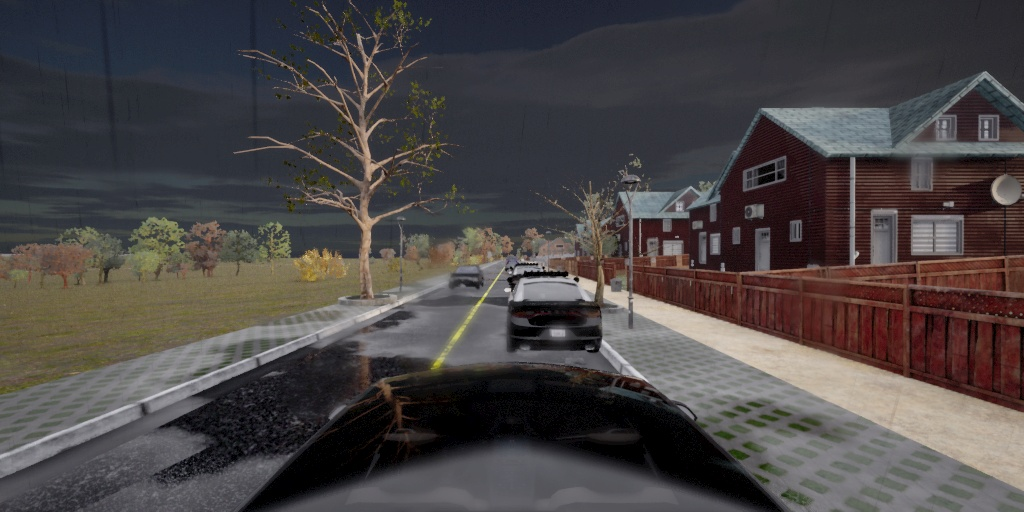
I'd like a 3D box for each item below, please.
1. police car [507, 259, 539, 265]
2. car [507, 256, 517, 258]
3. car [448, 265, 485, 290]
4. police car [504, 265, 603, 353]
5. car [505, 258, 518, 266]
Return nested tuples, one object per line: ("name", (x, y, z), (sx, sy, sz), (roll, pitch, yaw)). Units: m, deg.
("police car", (0.840, 1.177, 18.990), (1.930, 1.638, 5.238), (0, 0, 0))
("car", (0.055, 1.003, 62.027), (2.150, 2.045, 5.566), (0, 0, 0))
("car", (-2.732, 1.300, 22.687), (2.033, 1.411, 5.357), (0, 0, 0))
("police car", (0.831, 1.175, 8.989), (1.930, 1.638, 5.238), (0, 0, 0))
("car", (0.080, 1.330, 47.263), (1.994, 1.385, 4.181), (0, 0, 0))
